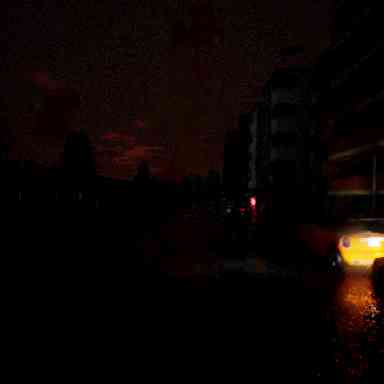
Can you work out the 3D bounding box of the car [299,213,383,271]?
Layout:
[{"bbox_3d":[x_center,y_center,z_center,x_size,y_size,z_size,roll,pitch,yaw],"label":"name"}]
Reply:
[{"bbox_3d":[5.400,1.544,11.884,2.097,1.767,4.553,-2,-1,2],"label":"car"}]

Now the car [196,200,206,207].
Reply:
[{"bbox_3d":[1.770,2.164,64.934,1.994,1.385,4.181,1,0,2],"label":"car"}]

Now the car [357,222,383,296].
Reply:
[{"bbox_3d":[5.283,1.647,6.104,1.801,1.575,5.366,1,0,2],"label":"car"}]

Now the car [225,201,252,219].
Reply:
[{"bbox_3d":[4.933,1.911,34.061,2.128,1.511,4.902,1,-1,2],"label":"car"}]

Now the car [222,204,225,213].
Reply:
[{"bbox_3d":[5.193,2.023,44.618,1.837,1.490,4.892,1,0,2],"label":"car"}]
